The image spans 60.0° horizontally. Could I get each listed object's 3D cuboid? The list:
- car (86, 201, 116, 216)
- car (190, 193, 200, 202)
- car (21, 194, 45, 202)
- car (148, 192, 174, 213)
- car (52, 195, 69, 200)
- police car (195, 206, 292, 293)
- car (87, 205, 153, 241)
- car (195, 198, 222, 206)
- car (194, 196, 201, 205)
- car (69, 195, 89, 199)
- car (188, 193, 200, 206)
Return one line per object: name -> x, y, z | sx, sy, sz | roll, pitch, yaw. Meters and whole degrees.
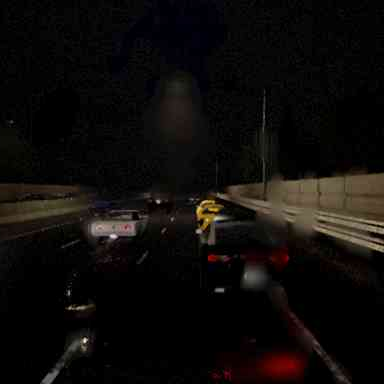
car -> -6.667, 1.391, 25.512 | 1.812, 1.442, 4.674 | 0, 0, 1
car -> 0.539, 1.012, 60.110 | 1.837, 1.490, 4.892 | 0, 1, 1
car -> -24.121, 1.119, 50.536 | 1.837, 1.490, 4.892 | 0, 0, 1
car -> -3.094, 1.017, 33.527 | 2.150, 2.045, 5.566 | 0, 0, 0
car -> -20.603, 1.150, 52.724 | 1.994, 1.385, 4.181 | 0, 1, 1
police car -> 1.137, 1.389, 8.881 | 1.930, 1.638, 5.238 | 0, 0, 1
car -> -3.249, 1.529, 16.085 | 1.895, 1.301, 4.718 | 0, 0, 1
car -> 1.226, 1.367, 18.959 | 1.801, 1.575, 5.366 | 0, 0, 1
car -> 1.279, 1.325, 24.959 | 1.801, 1.575, 5.366 | 0, 0, 1
car -> -17.110, 1.157, 52.190 | 1.994, 1.385, 4.181 | 0, 1, 1
car -> 0.429, 1.159, 45.867 | 2.128, 1.511, 4.902 | 0, 1, 1
